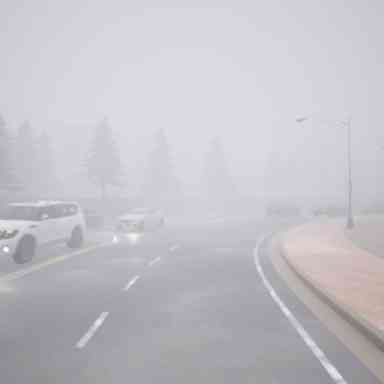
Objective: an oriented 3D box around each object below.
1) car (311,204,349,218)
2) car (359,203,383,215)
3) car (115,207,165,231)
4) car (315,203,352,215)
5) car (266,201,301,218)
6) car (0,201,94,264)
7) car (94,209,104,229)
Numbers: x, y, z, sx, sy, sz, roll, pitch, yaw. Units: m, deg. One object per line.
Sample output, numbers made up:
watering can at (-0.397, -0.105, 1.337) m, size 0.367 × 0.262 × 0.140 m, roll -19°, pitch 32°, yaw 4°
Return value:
car at (15.135, 2.075, 36.507) m, size 4.718 × 1.301 × 1.895 m, roll 1°, pitch -1°, yaw -39°
car at (23.442, 2.093, 41.698) m, size 5.357 × 1.411 × 2.033 m, roll 0°, pitch -1°, yaw -24°
car at (-3.511, 1.823, 23.450) m, size 1.812 × 1.442 × 4.674 m, roll 0°, pitch -1°, yaw 22°
car at (18.212, 2.157, 42.793) m, size 4.718 × 1.301 × 1.895 m, roll 0°, pitch -1°, yaw -31°
car at (10.131, 1.825, 36.696) m, size 2.097 × 1.767 × 4.553 m, roll -1°, pitch -1°, yaw 45°
car at (-6.228, 1.383, 12.987) m, size 2.150 × 2.045 × 5.566 m, roll 0°, pitch -1°, yaw 10°
car at (-7.637, 1.777, 21.630) m, size 1.837 × 1.490 × 4.892 m, roll 0°, pitch -1°, yaw 20°
